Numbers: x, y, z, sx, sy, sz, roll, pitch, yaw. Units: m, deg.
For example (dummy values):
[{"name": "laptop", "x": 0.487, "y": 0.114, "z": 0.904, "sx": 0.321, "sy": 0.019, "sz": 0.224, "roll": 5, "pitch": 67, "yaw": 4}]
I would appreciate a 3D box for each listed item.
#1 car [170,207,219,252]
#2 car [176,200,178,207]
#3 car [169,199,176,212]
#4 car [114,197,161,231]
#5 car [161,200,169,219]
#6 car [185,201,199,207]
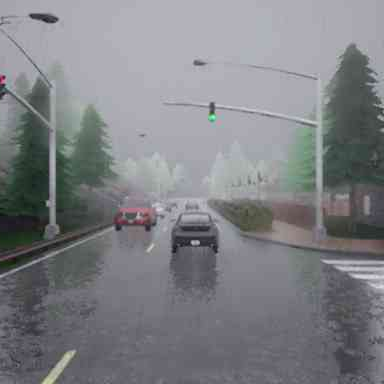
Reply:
[{"name": "car", "x": 0.117, "y": 1.619, "z": 14.580, "sx": 1.837, "sy": 1.490, "sz": 4.892, "roll": 0, "pitch": 0, "yaw": 0}, {"name": "car", "x": -3.493, "y": 1.948, "z": 58.918, "sx": 1.882, "sy": 1.535, "sz": 5.008, "roll": 0, "pitch": -1, "yaw": 0}, {"name": "car", "x": -3.559, "y": 1.834, "z": 43.038, "sx": 2.128, "sy": 1.511, "sz": 4.902, "roll": 0, "pitch": -1, "yaw": 0}, {"name": "car", "x": -3.595, "y": 1.399, "z": 22.241, "sx": 2.150, "sy": 2.045, "sz": 5.566, "roll": 0, "pitch": 0, "yaw": 0}, {"name": "car", "x": -3.584, "y": 1.783, "z": 32.329, "sx": 1.812, "sy": 1.442, "sz": 4.674, "roll": 0, "pitch": 0, "yaw": 0}, {"name": "car", "x": 0.010, "y": 1.954, "z": 49.140, "sx": 1.994, "sy": 1.385, "sz": 4.181, "roll": 0, "pitch": 0, "yaw": 0}]
